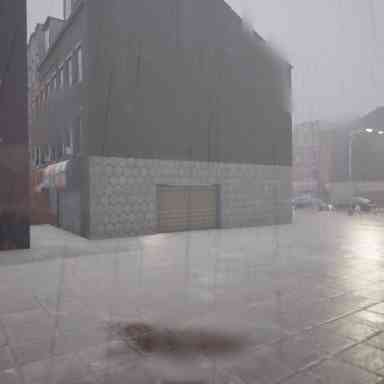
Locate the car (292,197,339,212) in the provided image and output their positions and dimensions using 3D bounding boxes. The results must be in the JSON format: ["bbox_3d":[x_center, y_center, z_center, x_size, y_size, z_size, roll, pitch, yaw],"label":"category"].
[{"bbox_3d":[12.358,1.289,35.059,2.128,1.511,4.902,-1,1,-35],"label":"car"}]

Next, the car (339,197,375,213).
[{"bbox_3d":[16.334,1.300,34.556,1.837,1.490,4.892,-1,1,-35],"label":"car"}]
